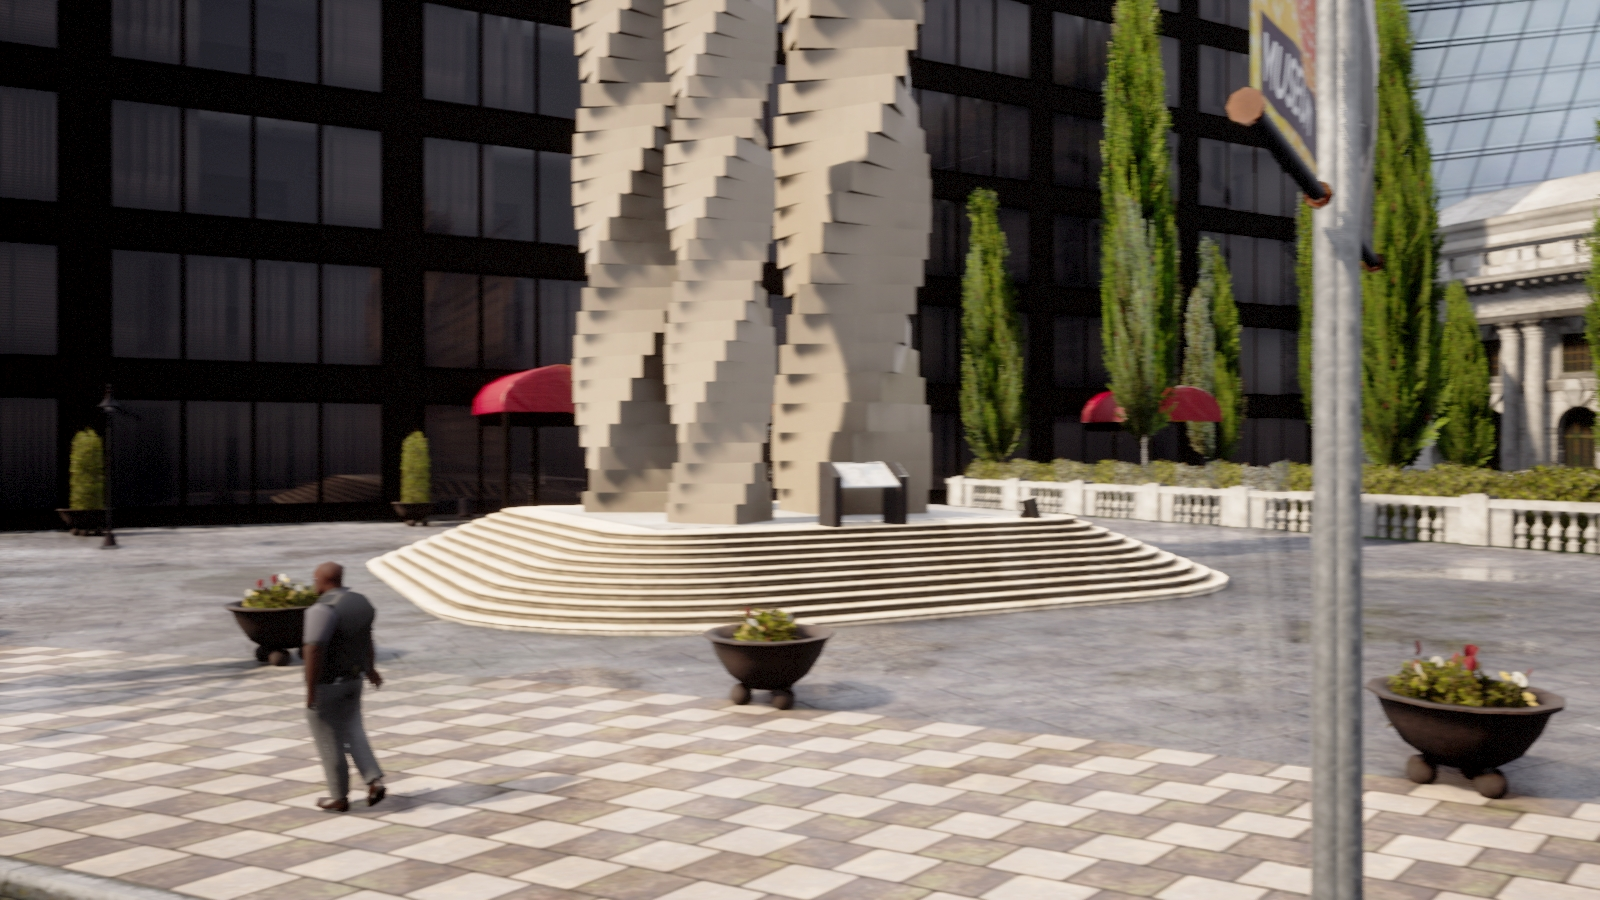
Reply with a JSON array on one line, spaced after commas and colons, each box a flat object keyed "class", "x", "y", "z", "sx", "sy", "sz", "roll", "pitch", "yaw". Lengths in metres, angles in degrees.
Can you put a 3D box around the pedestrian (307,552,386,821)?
[{"class": "pedestrian", "x": -3.290, "y": 1.690, "z": 8.300, "sx": 0.375, "sy": 1.860, "sz": 0.375, "roll": 0, "pitch": 0, "yaw": 18}]
